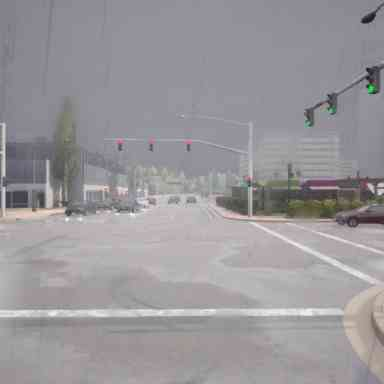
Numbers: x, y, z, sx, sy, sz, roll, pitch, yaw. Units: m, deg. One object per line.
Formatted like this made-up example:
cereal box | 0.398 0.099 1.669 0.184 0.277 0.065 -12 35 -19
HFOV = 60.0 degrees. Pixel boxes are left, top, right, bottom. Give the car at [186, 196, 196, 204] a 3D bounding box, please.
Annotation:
car | -0.129 1.491 64.543 2.128 1.511 4.902 0 0 0

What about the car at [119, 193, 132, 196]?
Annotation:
car | -10.697 1.221 52.717 2.150 2.045 5.566 0 0 0

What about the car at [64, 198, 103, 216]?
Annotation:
car | -10.665 1.547 32.557 2.033 1.411 5.357 0 0 0

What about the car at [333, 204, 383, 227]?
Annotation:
car | 11.762 1.526 21.899 4.674 1.442 1.812 0 0 1

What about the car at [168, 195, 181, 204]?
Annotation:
car | -3.629 1.547 64.536 2.033 1.411 5.357 0 0 0

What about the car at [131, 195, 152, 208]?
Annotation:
car | -7.187 1.526 46.837 1.812 1.442 4.674 0 0 0

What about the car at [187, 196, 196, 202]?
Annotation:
car | -0.149 1.468 74.848 1.895 1.301 4.718 0 0 0

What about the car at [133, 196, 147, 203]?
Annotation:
car | -10.638 1.548 68.008 2.033 1.411 5.357 0 0 0

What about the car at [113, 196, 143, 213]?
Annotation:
car | -7.175 1.505 37.651 1.837 1.490 4.892 0 0 0

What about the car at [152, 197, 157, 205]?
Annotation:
car | -7.195 1.564 56.797 1.994 1.385 4.181 0 0 0

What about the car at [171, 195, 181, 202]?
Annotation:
car | -3.649 1.425 74.809 1.994 1.385 4.181 0 0 0

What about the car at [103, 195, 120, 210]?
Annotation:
car | -10.683 1.505 42.113 1.837 1.490 4.892 0 0 0
